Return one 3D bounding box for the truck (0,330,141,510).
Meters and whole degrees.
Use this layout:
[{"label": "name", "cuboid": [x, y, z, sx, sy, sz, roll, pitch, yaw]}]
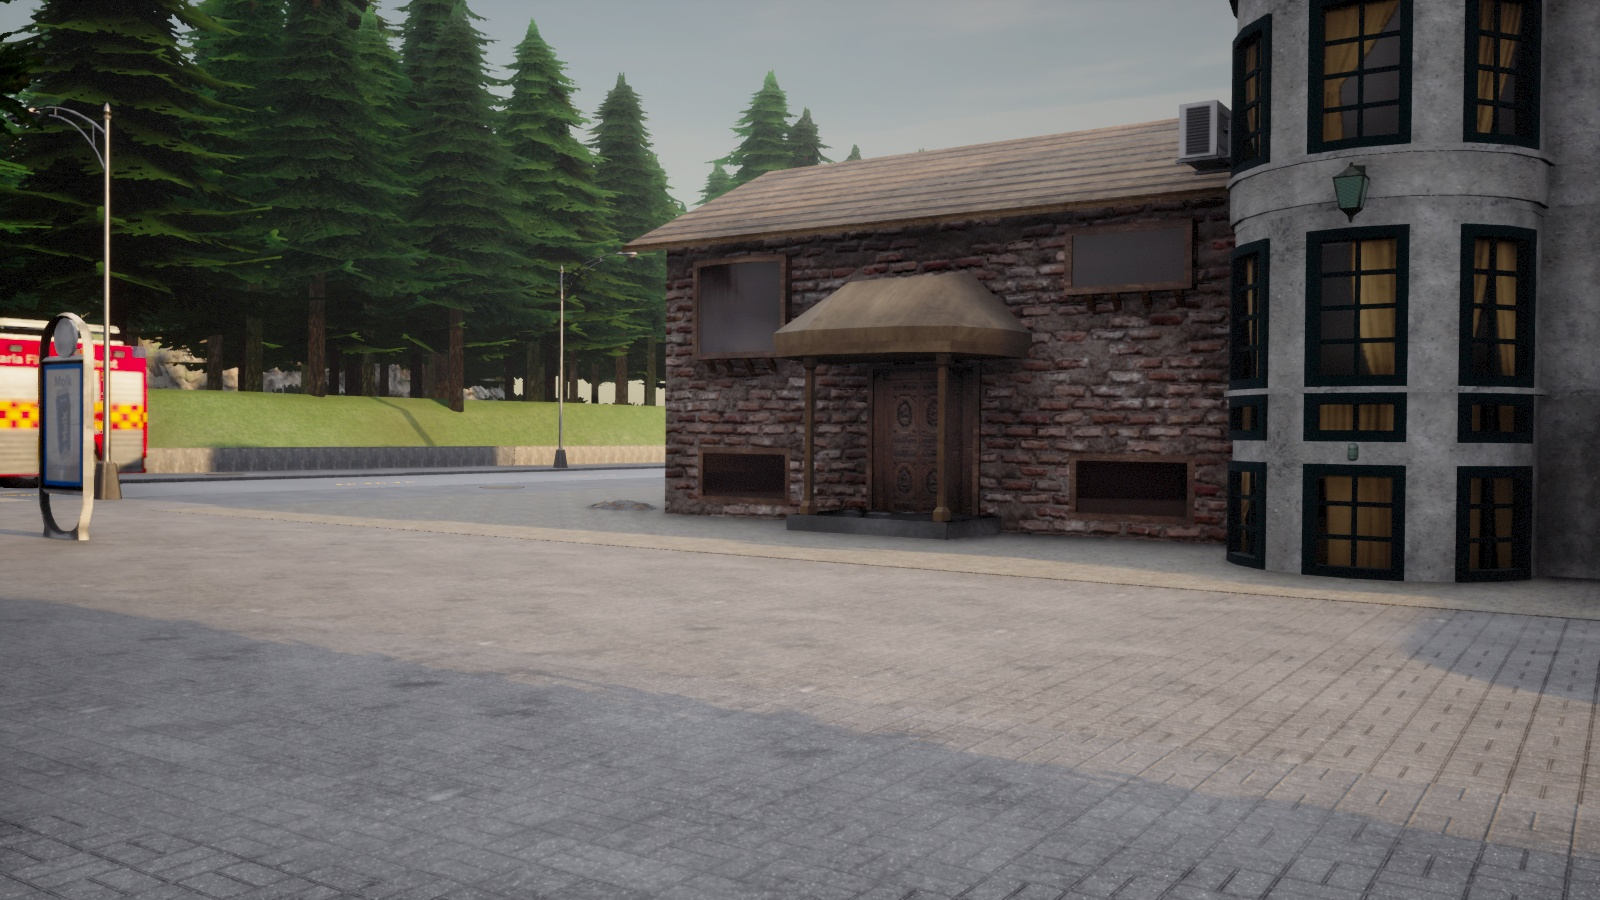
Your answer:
[{"label": "truck", "cuboid": [-18.916, -0.624, 26.515, 2.891, 3.827, 8.468, 0, 1, 34]}]
